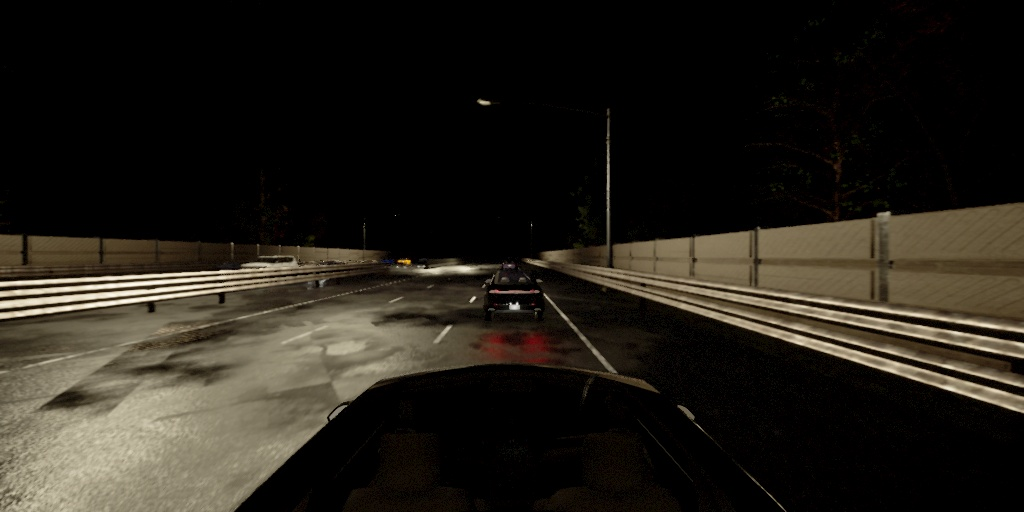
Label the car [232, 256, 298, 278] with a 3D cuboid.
[{"bbox_3d":[-21.336,0.980,31.722,2.150,2.045,5.566,0,0,0],"label":"car"}]

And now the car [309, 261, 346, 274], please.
[{"bbox_3d":[-17.844,1.250,34.712,2.128,1.511,4.902,0,0,0],"label":"car"}]

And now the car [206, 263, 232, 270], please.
[{"bbox_3d":[-24.833,1.307,31.814,2.033,1.411,5.357,0,0,0],"label":"car"}]

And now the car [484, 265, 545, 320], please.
[{"bbox_3d":[0.066,1.244,12.623,2.128,1.511,4.902,0,0,0],"label":"car"}]

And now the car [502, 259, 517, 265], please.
[{"bbox_3d":[-0.307,1.191,44.657,2.033,1.649,4.856,0,0,-1],"label":"car"}]
